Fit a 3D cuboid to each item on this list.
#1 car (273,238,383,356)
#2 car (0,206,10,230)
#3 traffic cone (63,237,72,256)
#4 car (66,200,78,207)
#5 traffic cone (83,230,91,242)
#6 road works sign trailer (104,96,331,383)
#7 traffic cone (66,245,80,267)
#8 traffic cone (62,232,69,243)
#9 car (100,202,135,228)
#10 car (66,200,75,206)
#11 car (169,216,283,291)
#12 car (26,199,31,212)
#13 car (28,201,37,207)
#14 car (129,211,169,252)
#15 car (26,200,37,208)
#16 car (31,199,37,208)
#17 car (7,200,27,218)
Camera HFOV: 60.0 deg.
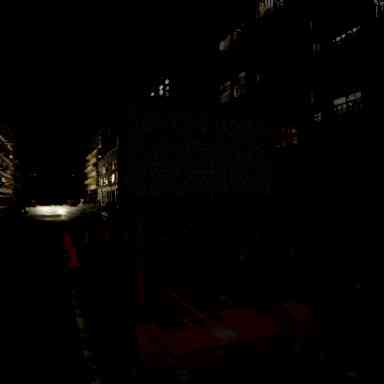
[{"bbox_3d":[3.260,1.568,4.301,1.887,1.381,4.507,0,-1,-23],"label":"car"},{"bbox_3d":[-13.251,1.882,21.574,1.752,1.417,4.829,0,-1,-23],"label":"car"},{"bbox_3d":[-4.621,2.140,12.635,0.340,0.580,0.340,0,-1,-23],"label":"traffic cone"},{"bbox_3d":[-25.642,2.548,71.811,1.752,1.417,4.829,0,-1,-23],"label":"car"},{"bbox_3d":[-5.276,2.192,16.706,0.340,0.580,0.340,0,-1,-23],"label":"traffic cone"},{"bbox_3d":[0.081,0.521,4.881,2.380,3.560,2.880,0,-1,-23],"label":"road works sign trailer"},{"bbox_3d":[-3.834,2.112,10.797,0.340,0.580,0.340,0,-1,-23],"label":"traffic cone"},{"bbox_3d":[-5.408,2.167,14.473,0.340,0.580,0.340,0,-1,-23],"label":"traffic cone"},{"bbox_3d":[-5.613,1.649,25.029,2.192,1.841,5.009,0,-1,-23],"label":"car"},{"bbox_3d":[-30.011,2.716,82.017,1.887,1.381,4.507,0,-1,-23],"label":"car"},{"bbox_3d":[1.041,1.542,9.484,1.967,1.590,4.097,0,-1,-23],"label":"car"},{"bbox_3d":[-22.192,1.981,42.458,2.192,1.841,5.009,0,-1,-23],"label":"car"},{"bbox_3d":[-37.717,2.741,78.722,1.887,1.381,4.507,0,-1,-23],"label":"car"},{"bbox_3d":[-1.176,1.730,14.663,2.008,1.369,4.403,0,-1,-23],"label":"car"},{"bbox_3d":[-35.499,2.561,73.542,1.967,1.590,4.097,0,-1,-23],"label":"car"},{"bbox_3d":[-33.282,2.360,68.363,2.192,1.841,5.009,0,-1,-23],"label":"car"},{"bbox_3d":[-19.973,2.029,37.275,1.967,1.590,4.097,0,-1,-23],"label":"car"}]
